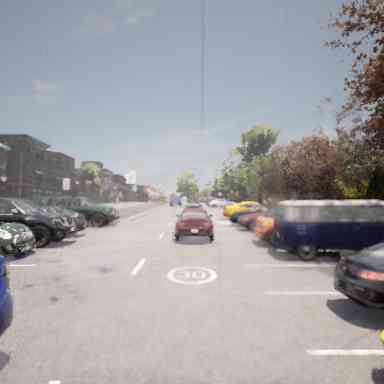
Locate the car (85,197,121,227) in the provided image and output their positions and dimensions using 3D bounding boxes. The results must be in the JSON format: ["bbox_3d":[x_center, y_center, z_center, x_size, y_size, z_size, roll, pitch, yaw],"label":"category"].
[{"bbox_3d":[-7.947,1.310,22.904,5.566,2.045,2.435,0,0,0],"label":"car"}]

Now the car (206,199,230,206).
[{"bbox_3d":[5.190,2.094,66.621,4.674,1.452,2.002,0,-1,0],"label":"car"}]

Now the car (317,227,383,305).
[{"bbox_3d":[5.083,1.534,6.165,4.674,1.452,2.002,0,0,0],"label":"car"}]

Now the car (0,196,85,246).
[{"bbox_3d":[-7.960,1.266,14.493,5.566,2.045,2.435,0,0,0],"label":"car"}]

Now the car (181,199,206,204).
[{"bbox_3d":[0.140,1.702,33.109,1.812,1.442,4.674,0,-1,0],"label":"car"}]

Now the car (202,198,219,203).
[{"bbox_3d":[5.206,2.424,94.125,4.674,1.452,2.002,0,-1,0],"label":"car"}]

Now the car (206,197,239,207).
[{"bbox_3d":[5.171,1.979,56.924,4.674,1.452,2.002,0,-1,0],"label":"car"}]

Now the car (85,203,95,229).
[{"bbox_3d":[-7.978,1.528,17.298,4.892,1.521,2.231,0,0,0],"label":"car"}]

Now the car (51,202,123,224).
[{"bbox_3d":[-7.976,1.584,25.703,4.892,1.521,2.231,0,0,0],"label":"car"}]

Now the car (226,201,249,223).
[{"bbox_3d":[5.109,1.559,22.873,5.008,1.535,2.097,0,0,0],"label":"car"}]

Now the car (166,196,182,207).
[{"bbox_3d":[-3.163,1.773,64.502,2.150,2.045,5.566,0,-1,1],"label":"car"}]

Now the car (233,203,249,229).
[{"bbox_3d":[5.102,1.582,20.086,4.674,1.452,2.002,0,0,0],"label":"car"}]

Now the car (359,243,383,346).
[{"bbox_3d":[4.900,1.485,3.380,5.366,1.575,1.946,0,0,0],"label":"car"}]

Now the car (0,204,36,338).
[{"bbox_3d":[-3.350,1.226,1.983,2.150,2.045,5.566,0,0,0],"label":"car"}]

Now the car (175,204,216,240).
[{"bbox_3d":[0.111,1.572,17.019,1.812,1.442,4.674,0,0,0],"label":"car"}]

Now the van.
[{"bbox_3d":[5.205,1.281,11.738,4.442,1.987,1.878,0,0,0],"label":"van"}]

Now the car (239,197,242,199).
[{"bbox_3d":[10.954,2.022,79.089,4.902,1.511,2.128,0,-3,-8],"label":"car"}]

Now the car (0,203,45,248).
[{"bbox_3d":[-8.022,1.382,11.692,4.553,1.767,2.185,0,0,0],"label":"car"}]

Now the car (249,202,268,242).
[{"bbox_3d":[5.061,1.391,14.518,4.553,1.767,2.185,0,0,0],"label":"car"}]

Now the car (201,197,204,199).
[{"bbox_3d":[5.273,2.219,90.957,4.553,1.767,2.185,0,-1,0],"label":"car"}]

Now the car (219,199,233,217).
[{"bbox_3d":[5.110,1.605,28.441,5.008,1.535,2.097,0,-1,0],"label":"car"}]
